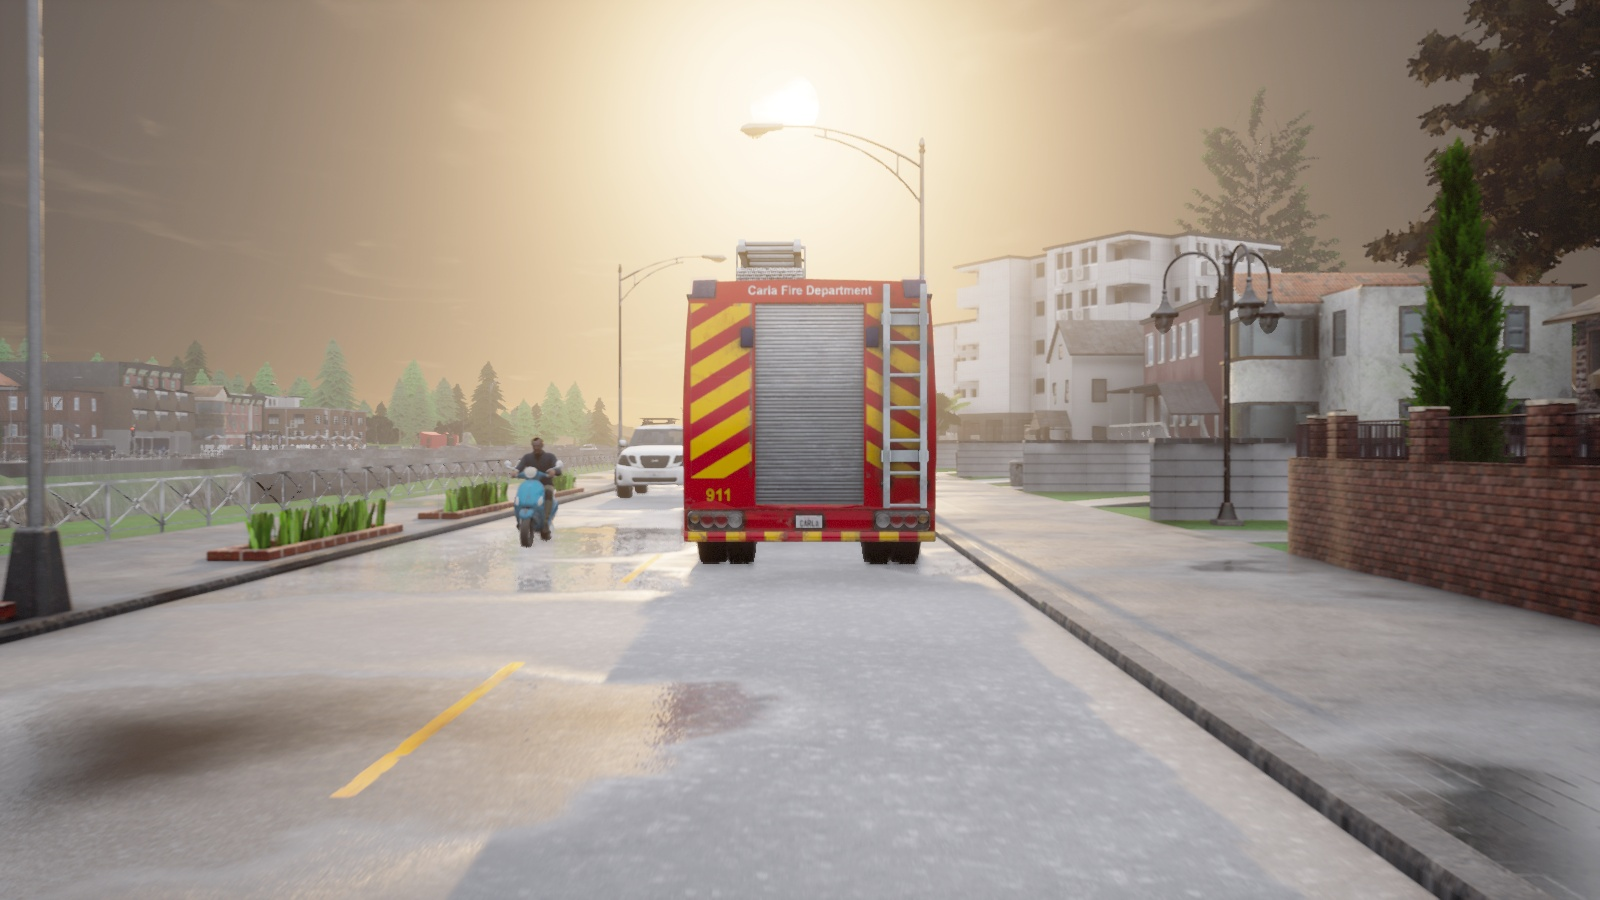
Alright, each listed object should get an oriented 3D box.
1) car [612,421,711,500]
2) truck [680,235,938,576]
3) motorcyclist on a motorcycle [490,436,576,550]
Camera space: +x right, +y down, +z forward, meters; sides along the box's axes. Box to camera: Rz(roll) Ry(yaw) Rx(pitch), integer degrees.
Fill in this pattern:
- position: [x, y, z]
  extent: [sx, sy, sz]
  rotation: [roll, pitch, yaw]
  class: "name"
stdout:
- position: [-3.782, 0.263, 35.324]
  extent: [2.150, 2.045, 5.566]
  rotation: [0, 0, 0]
  class: "car"
- position: [0.122, -0.521, 18.322]
  extent: [2.891, 3.827, 8.468]
  rotation: [0, 0, 0]
  class: "truck"
- position: [-3.879, 0.593, 18.370]
  extent: [0.866, 1.590, 1.817]
  rotation: [0, 0, 0]
  class: "motorcyclist on a motorcycle"
